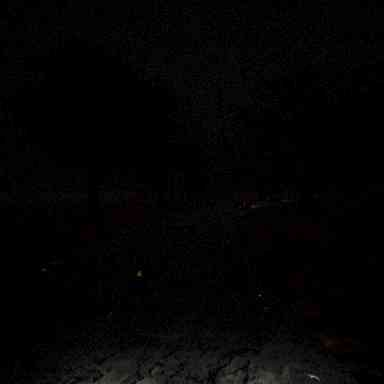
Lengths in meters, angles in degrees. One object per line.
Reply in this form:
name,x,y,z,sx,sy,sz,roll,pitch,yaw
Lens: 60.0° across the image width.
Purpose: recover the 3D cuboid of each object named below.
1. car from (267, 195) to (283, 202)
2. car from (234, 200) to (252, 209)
car,16.932,1.298,67.286,1.895,1.301,4.718,0,1,33
car,7.548,1.773,48.721,1.895,1.301,4.718,0,1,21
